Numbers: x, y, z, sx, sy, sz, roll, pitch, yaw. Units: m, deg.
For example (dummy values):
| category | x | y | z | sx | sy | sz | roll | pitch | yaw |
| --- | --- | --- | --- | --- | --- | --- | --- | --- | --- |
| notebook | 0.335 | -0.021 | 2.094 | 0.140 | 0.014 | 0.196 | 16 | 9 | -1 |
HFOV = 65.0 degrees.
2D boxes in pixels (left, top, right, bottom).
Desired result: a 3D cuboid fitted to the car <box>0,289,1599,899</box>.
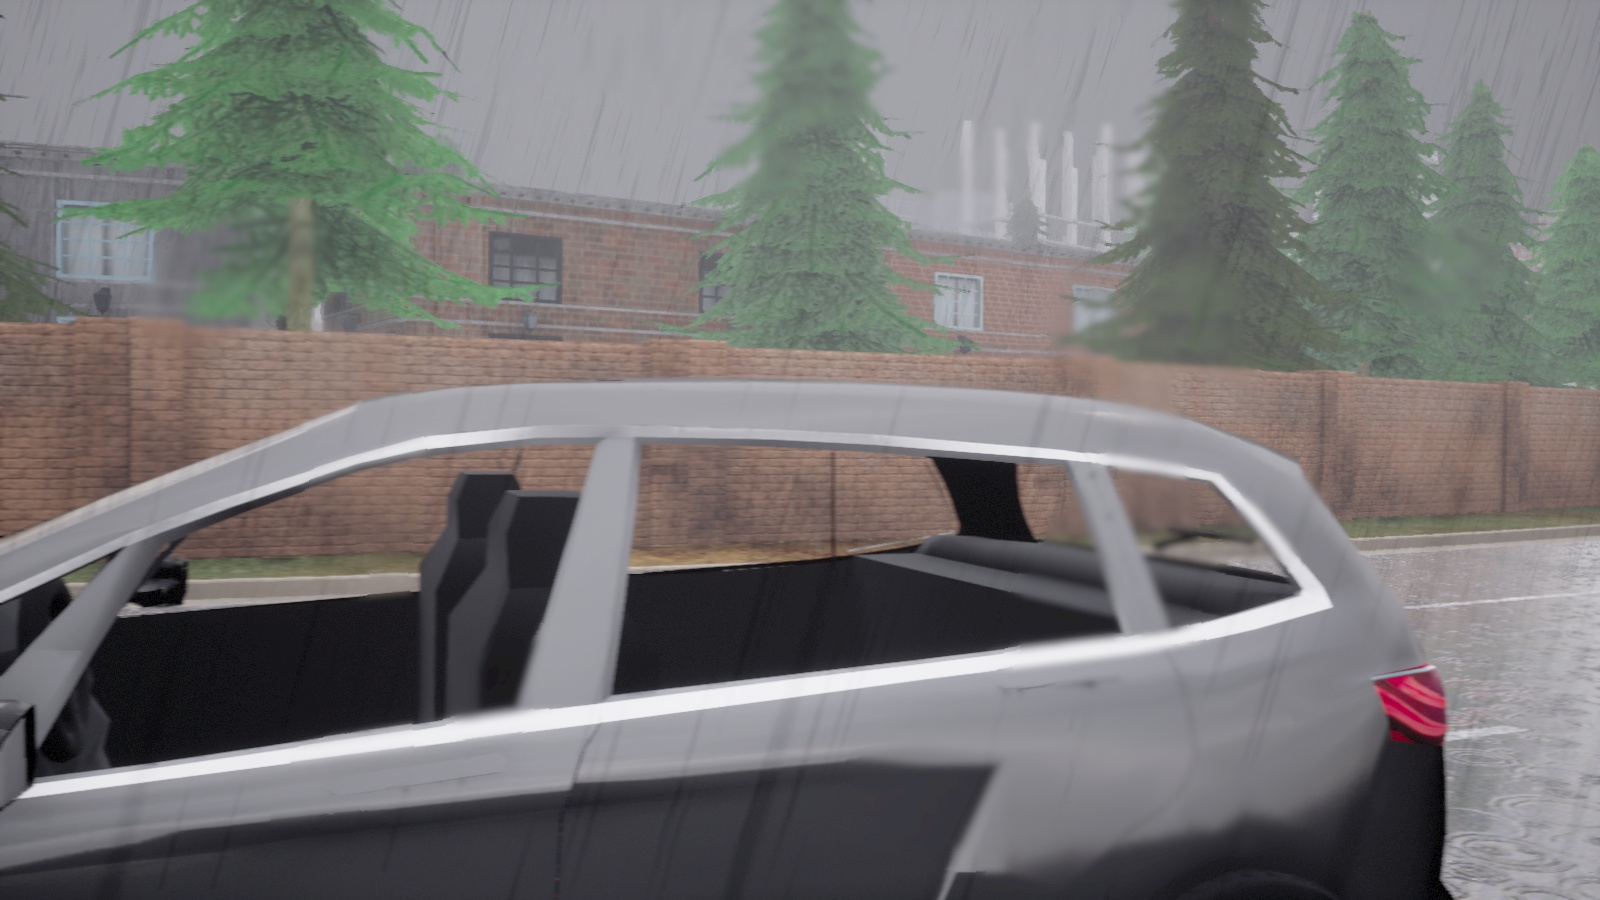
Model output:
| category | x | y | z | sx | sy | sz | roll | pitch | yaw |
| --- | --- | --- | --- | --- | --- | --- | --- | --- | --- |
| car | -0.918 | 0.608 | 2.815 | 4.611 | 1.667 | 2.242 | -1 | 1 | -20 |
